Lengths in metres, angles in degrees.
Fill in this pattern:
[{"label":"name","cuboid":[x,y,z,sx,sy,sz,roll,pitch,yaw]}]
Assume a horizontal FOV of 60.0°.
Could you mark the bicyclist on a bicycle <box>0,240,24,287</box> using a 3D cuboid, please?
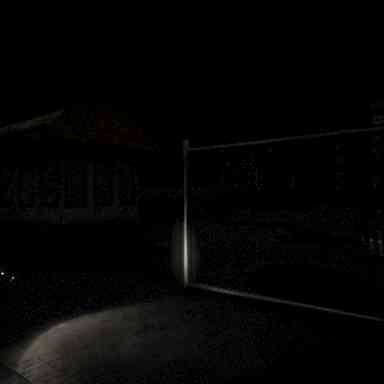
[{"label":"bicyclist on a bicycle","cuboid":[-3.690,1.555,5.956,1.656,1.620,0.582,-1,-43,39]}]
